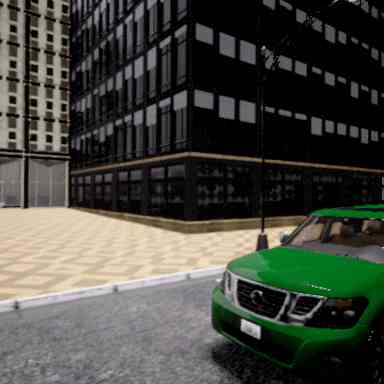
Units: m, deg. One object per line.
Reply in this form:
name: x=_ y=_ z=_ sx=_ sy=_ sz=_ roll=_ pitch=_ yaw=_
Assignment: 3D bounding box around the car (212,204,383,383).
car: x=2.932 y=1.252 z=5.462 sx=5.566 sy=2.045 sz=2.150 roll=0 pitch=0 yaw=-35
